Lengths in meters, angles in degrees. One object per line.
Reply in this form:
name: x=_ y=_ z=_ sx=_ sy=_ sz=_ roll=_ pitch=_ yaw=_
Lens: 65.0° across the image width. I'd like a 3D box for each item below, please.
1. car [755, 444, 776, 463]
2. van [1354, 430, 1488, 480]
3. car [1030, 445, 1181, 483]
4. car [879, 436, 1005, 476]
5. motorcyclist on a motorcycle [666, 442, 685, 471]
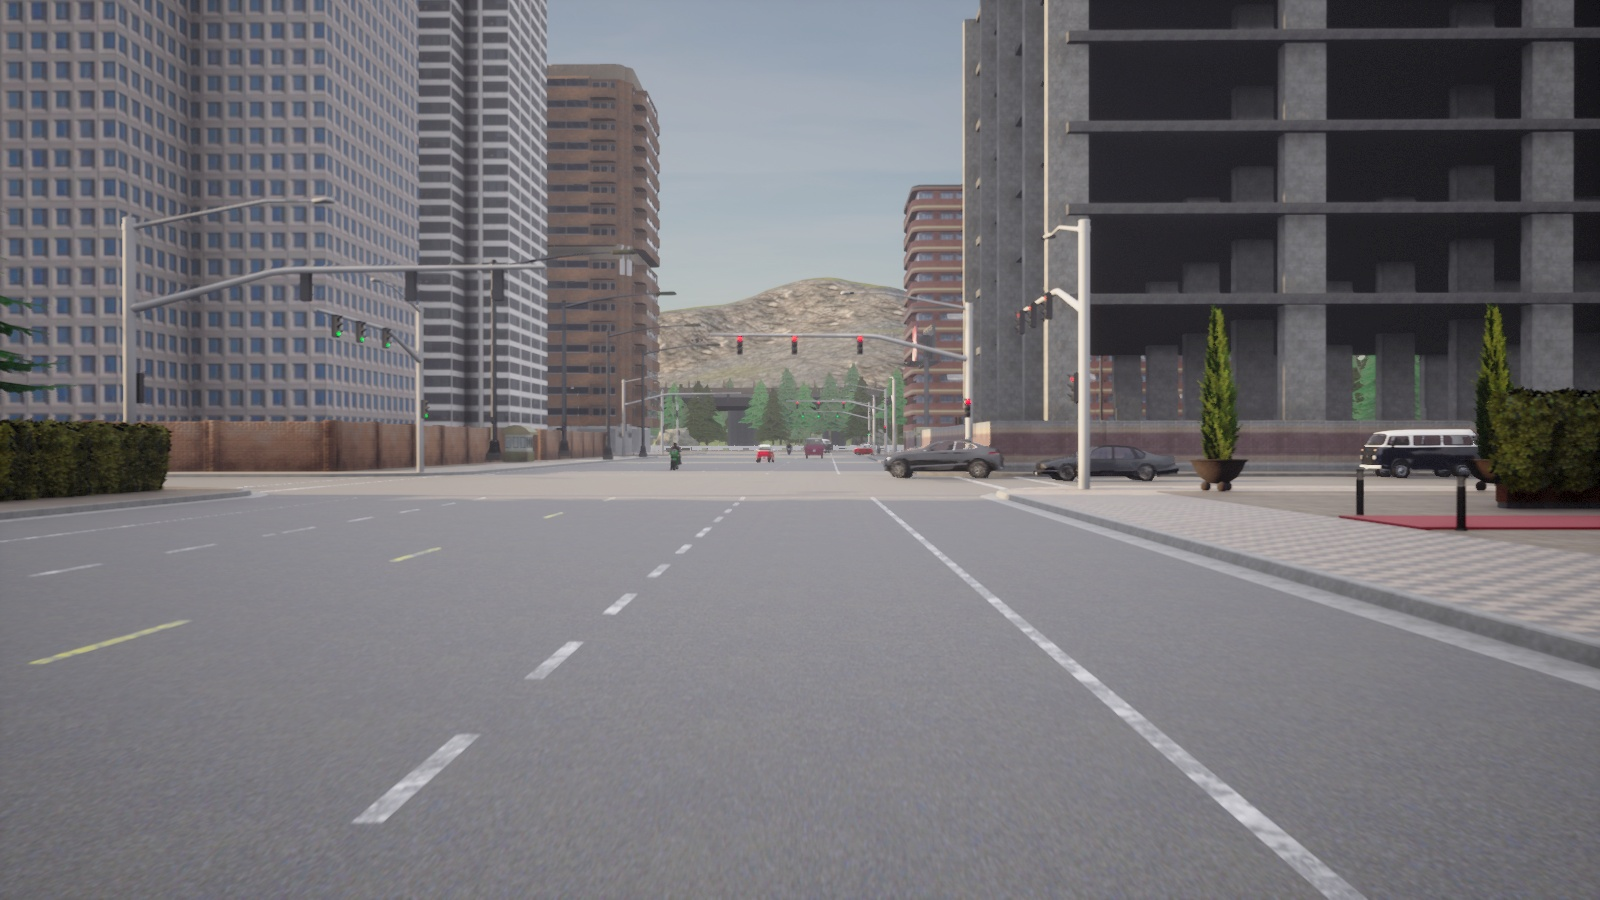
car: x=-2.648 y=0.261 z=95.468 sx=1.481 sy=1.376 sz=2.207 roll=0 pitch=1 yaw=1
van: x=25.499 y=0.199 z=51.679 sx=4.480 sy=2.038 sz=2.069 roll=0 pitch=0 yaw=1
car: x=11.698 y=0.531 z=48.352 sx=5.357 sy=1.411 sz=2.033 roll=0 pitch=0 yaw=1
car: x=5.978 y=0.234 z=52.596 sx=5.027 sy=1.651 sz=2.152 roll=0 pitch=0 yaw=13
motorcyclist on a motorcycle: x=-6.739 y=0.340 z=67.915 sx=0.797 sy=1.523 sz=2.044 roll=0 pitch=0 yaw=1
